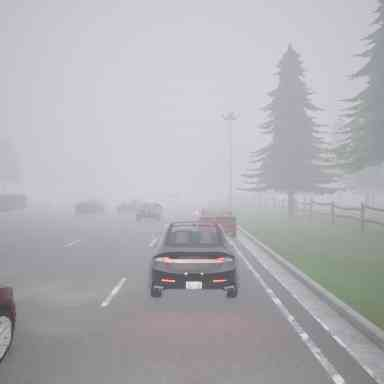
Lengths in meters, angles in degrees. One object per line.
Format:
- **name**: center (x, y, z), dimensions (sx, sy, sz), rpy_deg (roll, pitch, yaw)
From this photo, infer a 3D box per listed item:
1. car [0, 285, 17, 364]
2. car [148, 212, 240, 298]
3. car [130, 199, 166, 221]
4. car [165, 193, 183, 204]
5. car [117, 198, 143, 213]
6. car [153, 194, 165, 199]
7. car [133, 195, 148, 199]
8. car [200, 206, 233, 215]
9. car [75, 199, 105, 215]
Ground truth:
- **car**: center (-3.400, 1.477, 2.691), dimensions (1.882, 1.535, 5.008), rpy_deg (0, 0, 0)
- **car**: center (0.054, 1.492, 8.510), dimensions (2.128, 1.511, 4.902), rpy_deg (0, 0, 0)
- **car**: center (-3.396, 1.547, 27.465), dimensions (2.033, 1.411, 5.357), rpy_deg (0, 0, 0)
- **car**: center (-3.390, 1.223, 64.355), dimensions (2.150, 2.045, 5.566), rpy_deg (0, 0, 0)
- **car**: center (-6.895, 1.601, 37.025), dimensions (1.895, 1.301, 4.718), rpy_deg (0, 0, 0)
- **car**: center (-6.985, 1.553, 75.690), dimensions (1.994, 1.385, 4.181), rpy_deg (0, 0, 0)
- **car**: center (-10.391, 1.492, 63.927), dimensions (2.128, 1.511, 4.902), rpy_deg (0, 0, 0)
- **car**: center (1.227, 1.478, 17.852), dimensions (1.882, 1.535, 5.008), rpy_deg (0, 0, 0)
- **car**: center (-10.396, 1.477, 34.264), dimensions (1.882, 1.535, 5.008), rpy_deg (0, 0, 0)
